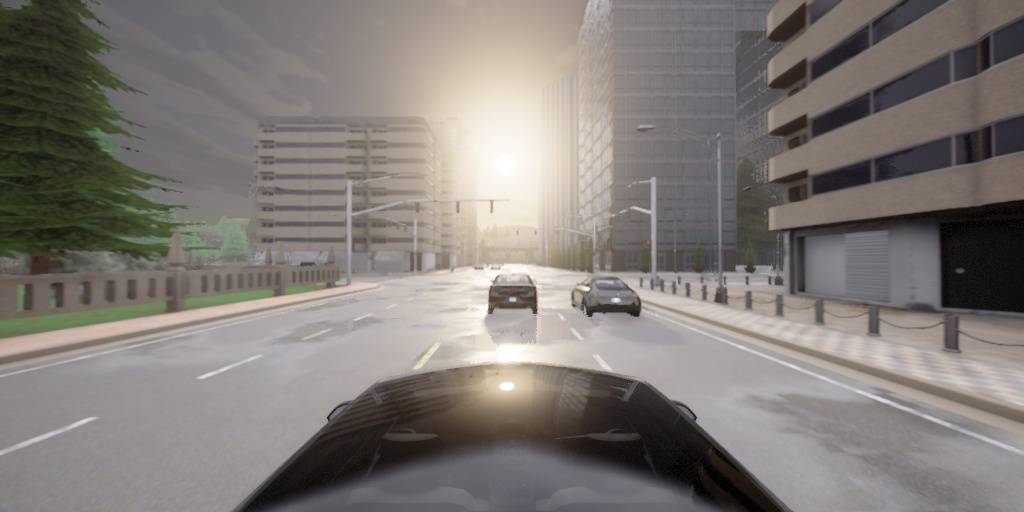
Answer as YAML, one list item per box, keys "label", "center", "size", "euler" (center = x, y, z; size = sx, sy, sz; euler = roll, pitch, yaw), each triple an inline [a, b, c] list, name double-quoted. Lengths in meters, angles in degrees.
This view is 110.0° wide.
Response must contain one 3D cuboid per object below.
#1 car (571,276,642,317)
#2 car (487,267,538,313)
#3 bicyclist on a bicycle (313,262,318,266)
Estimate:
- label: "car"
  center: [3.544, 1.489, 14.153]
  size: [1.994, 1.385, 4.181]
  euler: [0, -1, 0]
- label: "car"
  center: [0.051, 1.414, 15.015]
  size: [1.882, 1.535, 5.008]
  euler: [0, -1, 0]
- label: "bicyclist on a bicycle"
  center: [-26.085, 1.635, 47.450]
  size: [0.582, 1.620, 1.656]
  euler: [0, -1, 7]
